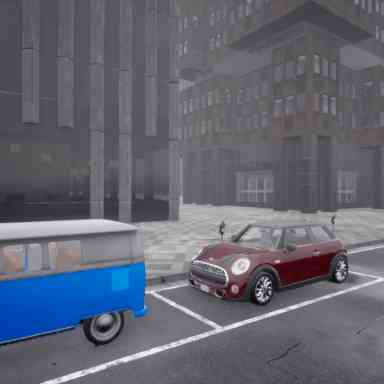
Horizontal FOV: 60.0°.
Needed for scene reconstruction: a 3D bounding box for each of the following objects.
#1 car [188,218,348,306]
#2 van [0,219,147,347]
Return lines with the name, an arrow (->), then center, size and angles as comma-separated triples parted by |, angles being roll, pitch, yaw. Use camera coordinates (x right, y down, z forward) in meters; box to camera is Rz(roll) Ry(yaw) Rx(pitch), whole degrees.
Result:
car -> 1.887, 1.441, 7.965 | 4.097, 1.590, 1.967 | 0, 0, -35
van -> -2.624, 1.341, 4.776 | 3.998, 1.788, 1.690 | 0, 0, -35
